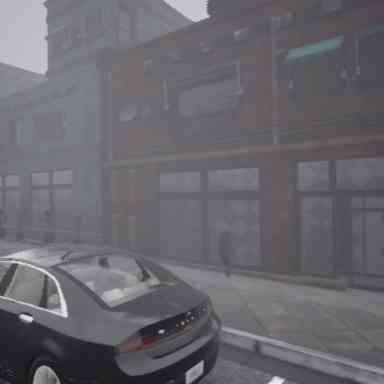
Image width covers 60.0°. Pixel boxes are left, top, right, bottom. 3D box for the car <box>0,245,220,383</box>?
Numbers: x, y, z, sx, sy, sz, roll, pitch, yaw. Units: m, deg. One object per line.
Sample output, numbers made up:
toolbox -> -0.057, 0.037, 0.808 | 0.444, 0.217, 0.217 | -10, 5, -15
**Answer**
car -> -1.948, 1.499, 4.640 | 4.892, 1.521, 2.231 | 0, 0, 35
